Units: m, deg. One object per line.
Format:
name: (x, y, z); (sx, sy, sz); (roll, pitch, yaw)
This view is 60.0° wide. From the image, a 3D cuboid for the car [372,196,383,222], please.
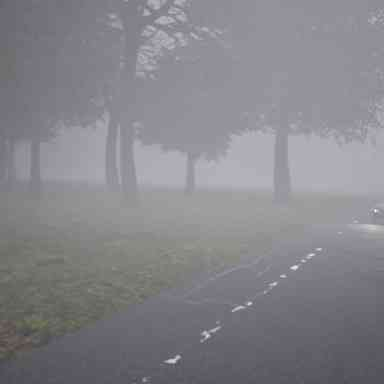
car: (11.756, 0.980, 19.513); (1.812, 1.442, 4.674); (4, 3, 33)
